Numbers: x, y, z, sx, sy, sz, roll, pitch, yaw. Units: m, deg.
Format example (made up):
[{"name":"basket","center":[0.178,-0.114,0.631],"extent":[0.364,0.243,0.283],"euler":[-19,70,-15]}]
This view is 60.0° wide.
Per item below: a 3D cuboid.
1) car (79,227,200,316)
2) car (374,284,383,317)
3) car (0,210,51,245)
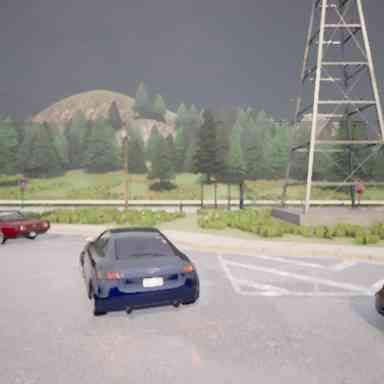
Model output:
[{"name":"car","center":[-1.365,1.471,7.494],"extent":[1.994,1.385,4.181],"euler":[0,1,-21]},{"name":"car","center":[4.893,1.461,4.753],"extent":[3.905,1.438,1.784],"euler":[0,1,0]},{"name":"car","center":[-8.589,1.426,14.207],"extent":[4.718,1.301,1.895],"euler":[0,1,17]}]
